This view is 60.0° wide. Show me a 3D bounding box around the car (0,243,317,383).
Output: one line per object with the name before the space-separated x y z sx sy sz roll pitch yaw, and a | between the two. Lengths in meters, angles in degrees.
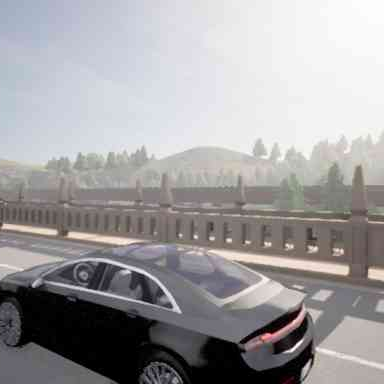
car | -0.876 1.482 4.616 4.902 1.511 2.128 0 0 35
